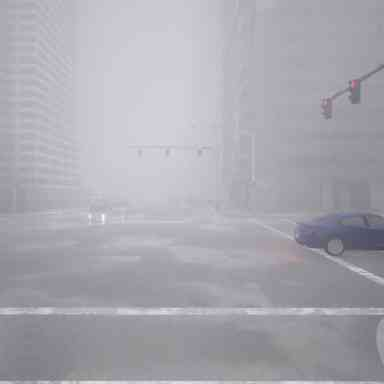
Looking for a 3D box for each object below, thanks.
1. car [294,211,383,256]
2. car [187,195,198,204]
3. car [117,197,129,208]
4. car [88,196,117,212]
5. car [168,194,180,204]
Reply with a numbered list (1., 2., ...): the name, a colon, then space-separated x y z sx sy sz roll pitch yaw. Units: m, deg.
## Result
1. car: 6.428 1.478 12.484 5.008 1.535 1.882 0 0 0
2. car: 0.050 1.352 63.498 2.097 1.767 4.553 0 0 0
3. car: -10.630 1.526 49.627 1.812 1.442 4.674 0 0 0
4. car: -10.632 1.505 39.367 1.837 1.490 4.892 0 0 0
5. car: -3.454 1.352 63.494 2.097 1.767 4.553 0 0 0
